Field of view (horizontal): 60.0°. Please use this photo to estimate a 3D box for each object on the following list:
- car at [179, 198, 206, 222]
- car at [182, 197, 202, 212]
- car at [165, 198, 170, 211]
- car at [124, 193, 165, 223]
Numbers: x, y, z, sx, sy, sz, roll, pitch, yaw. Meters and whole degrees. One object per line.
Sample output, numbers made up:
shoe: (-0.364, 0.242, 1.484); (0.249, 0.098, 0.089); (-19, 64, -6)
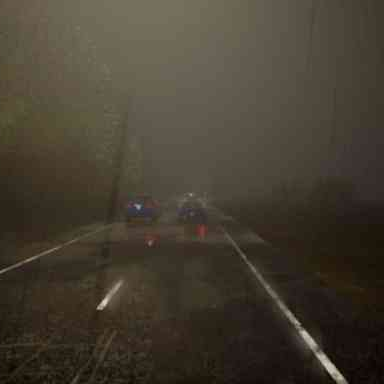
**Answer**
car: (0.011, 1.341, 25.126); (1.882, 1.535, 5.008); (0, 1, 0)
car: (0.026, 1.344, 36.940); (2.033, 1.411, 5.357); (0, 0, 0)
car: (-3.471, 1.344, 36.965); (2.033, 1.411, 5.357); (0, 0, 0)
car: (-3.495, 1.089, 24.462); (2.150, 2.045, 5.566); (0, 0, 0)
